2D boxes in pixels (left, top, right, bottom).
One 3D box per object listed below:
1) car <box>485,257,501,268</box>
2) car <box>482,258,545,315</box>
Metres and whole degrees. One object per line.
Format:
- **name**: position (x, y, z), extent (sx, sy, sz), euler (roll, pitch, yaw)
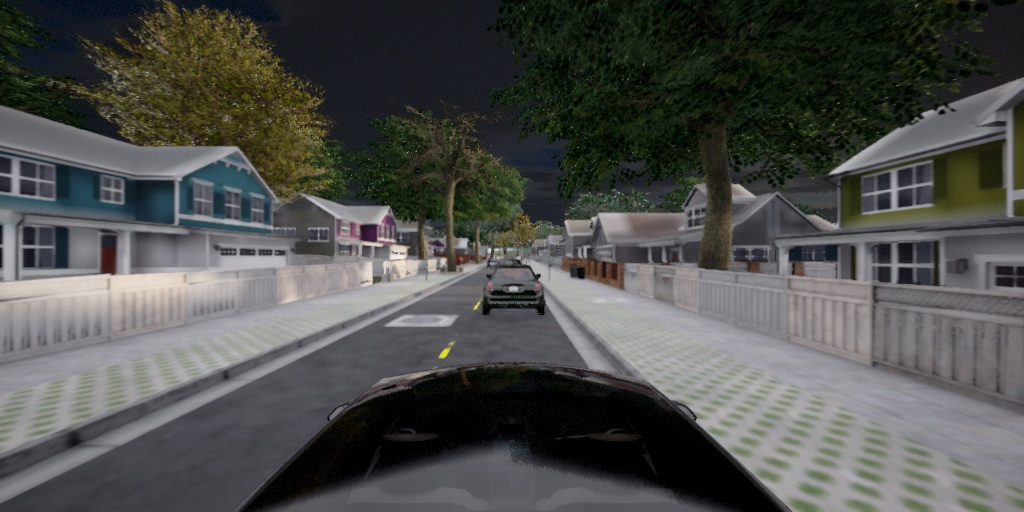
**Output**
- **car**: position (-2.815, 0.996, 53.998), extent (2.128, 1.511, 4.902), euler (0, 0, 0)
- **car**: position (0.067, 1.076, 13.673), extent (2.097, 1.767, 4.553), euler (0, 0, 0)
